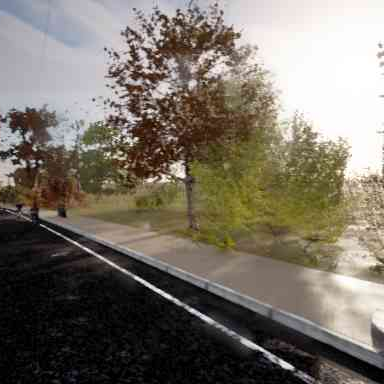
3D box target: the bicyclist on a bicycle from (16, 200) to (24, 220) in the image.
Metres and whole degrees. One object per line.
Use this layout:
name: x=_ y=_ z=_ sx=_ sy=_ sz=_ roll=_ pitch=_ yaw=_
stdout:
bicyclist on a bicycle: x=-15.598 y=1.637 z=30.118 sx=0.659 sy=1.776 sz=1.843 roll=-1 pitch=0 yaw=-33

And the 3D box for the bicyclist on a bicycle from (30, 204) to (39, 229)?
bicyclist on a bicycle: x=-10.279 y=1.633 z=21.763 sx=0.582 sy=1.620 sz=1.656 roll=-1 pitch=0 yaw=-32
